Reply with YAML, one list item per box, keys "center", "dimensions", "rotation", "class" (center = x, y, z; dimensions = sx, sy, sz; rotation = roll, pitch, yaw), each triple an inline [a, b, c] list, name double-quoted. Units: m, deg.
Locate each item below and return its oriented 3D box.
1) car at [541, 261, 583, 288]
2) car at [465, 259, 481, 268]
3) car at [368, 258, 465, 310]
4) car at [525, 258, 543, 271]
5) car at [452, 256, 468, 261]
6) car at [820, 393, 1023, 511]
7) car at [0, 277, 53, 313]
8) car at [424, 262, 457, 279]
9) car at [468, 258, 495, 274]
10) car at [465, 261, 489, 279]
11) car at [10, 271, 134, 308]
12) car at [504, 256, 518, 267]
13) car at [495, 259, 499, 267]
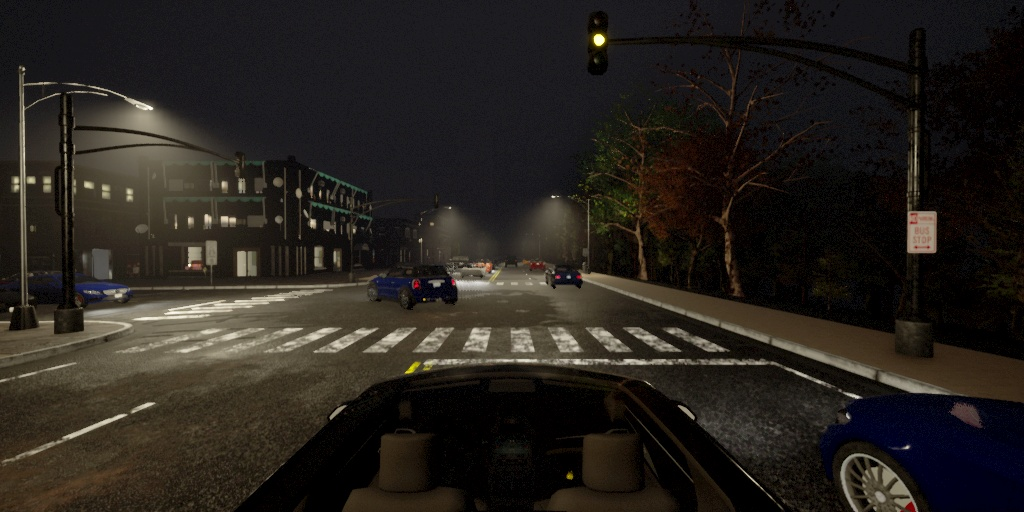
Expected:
- center: [3.307, 1.288, 23.492]
  dimensions: [2.033, 1.411, 5.357]
  rotation: [0, 0, 0]
  class: "car"
- center: [-6.670, 1.210, 61.945]
  dimensions: [2.128, 1.511, 4.902]
  rotation: [0, 0, 0]
  class: "car"
- center: [-4.254, 1.096, 14.976]
  dimensions: [2.097, 1.767, 4.553]
  rotation: [0, 0, -43]
  class: "car"
- center: [3.256, 1.079, 47.403]
  dimensions: [2.097, 1.767, 4.553]
  rotation: [0, 0, 0]
  class: "car"
- center: [-6.672, 0.951, 45.805]
  dimensions: [2.150, 2.045, 5.566]
  rotation: [0, 0, 0]
  class: "car"
- center: [3.358, 1.277, 0.898]
  dimensions: [1.812, 1.442, 4.674]
  rotation: [0, -1, 1]
  class: "car"
- center: [-19.969, 1.563, 12.862]
  dimensions: [4.313, 1.339, 1.948]
  rotation: [0, 0, 0]
  class: "car"
- center: [-6.656, 1.282, 34.008]
  dimensions: [2.033, 1.411, 5.357]
  rotation: [0, 0, 0]
  class: "car"
- center: [-3.419, 1.082, 41.261]
  dimensions: [2.097, 1.767, 4.553]
  rotation: [0, 0, 0]
  class: "car"
- center: [-3.405, 1.337, 32.289]
  dimensions: [1.895, 1.301, 4.718]
  rotation: [0, 0, 0]
  class: "car"
- center: [-19.358, 1.488, 15.562]
  dimensions: [4.674, 1.442, 1.812]
  rotation: [-1, 1, 1]
  class: "car"
- center: [-0.127, 0.939, 62.936]
  dimensions: [2.150, 2.045, 5.566]
  rotation: [0, 0, 0]
  class: "car"
- center: [-3.432, 1.216, 52.311]
  dimensions: [2.128, 1.511, 4.902]
  rotation: [0, 0, 0]
  class: "car"
